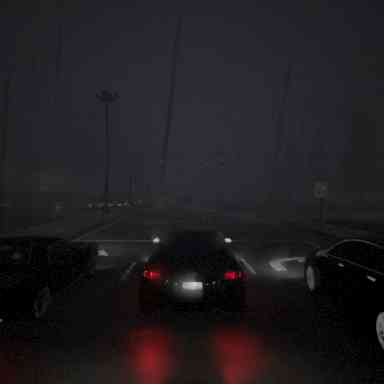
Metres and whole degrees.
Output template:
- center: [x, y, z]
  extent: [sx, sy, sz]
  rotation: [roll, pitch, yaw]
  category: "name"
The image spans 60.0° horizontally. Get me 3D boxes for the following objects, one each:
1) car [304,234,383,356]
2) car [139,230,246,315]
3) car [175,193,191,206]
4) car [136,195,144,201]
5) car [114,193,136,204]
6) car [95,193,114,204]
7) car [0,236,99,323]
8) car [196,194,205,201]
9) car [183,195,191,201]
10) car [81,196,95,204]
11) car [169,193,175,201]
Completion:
- center: [3.503, 1.502, 5.836]
  extent: [1.837, 1.490, 4.892]
  rotation: [0, 0, 0]
  category: "car"
- center: [0.006, 1.561, 7.659]
  extent: [1.994, 1.385, 4.181]
  rotation: [0, 0, 0]
  category: "car"
- center: [-1.299, 1.328, 55.393]
  extent: [2.097, 1.767, 4.553]
  rotation: [0, 0, 0]
  category: "car"
- center: [-12.804, 1.465, 79.903]
  extent: [1.837, 1.490, 4.892]
  rotation: [0, 0, 0]
  category: "car"
- center: [-12.832, 1.193, 64.420]
  extent: [2.150, 2.045, 5.566]
  rotation: [0, 0, 1]
  category: "car"
- center: [-16.327, 1.193, 64.300]
  extent: [2.150, 2.045, 5.566]
  rotation: [0, 0, 1]
  category: "car"
- center: [-3.495, 1.598, 7.158]
  extent: [1.895, 1.301, 4.718]
  rotation: [0, 0, 0]
  category: "car"
- center: [2.194, 1.312, 86.718]
  extent: [2.097, 1.767, 4.553]
  rotation: [0, 0, 0]
  category: "car"
- center: [-1.306, 1.482, 86.765]
  extent: [2.128, 1.511, 4.902]
  rotation: [0, 0, 0]
  category: "car"
- center: [-19.822, 1.497, 64.158]
  extent: [1.812, 1.442, 4.674]
  rotation: [0, 0, 1]
  category: "car"
- center: [-4.805, 1.182, 86.402]
  extent: [2.150, 2.045, 5.566]
  rotation: [0, 0, 0]
  category: "car"
